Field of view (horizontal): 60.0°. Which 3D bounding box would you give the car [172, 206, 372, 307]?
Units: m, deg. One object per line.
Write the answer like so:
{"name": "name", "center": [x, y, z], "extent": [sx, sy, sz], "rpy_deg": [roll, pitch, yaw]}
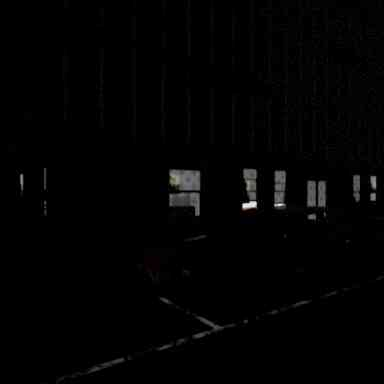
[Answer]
{"name": "car", "center": [1.936, 1.295, 8.105], "extent": [5.009, 1.841, 2.192], "rpy_deg": [0, 0, -35]}

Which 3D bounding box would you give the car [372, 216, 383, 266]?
{"name": "car", "center": [6.468, 1.524, 11.329], "extent": [4.313, 1.339, 1.947], "rpy_deg": [0, 0, -35]}

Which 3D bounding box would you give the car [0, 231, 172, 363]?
{"name": "car", "center": [-2.594, 1.438, 4.883], "extent": [4.097, 1.590, 1.967], "rpy_deg": [0, 0, -35]}
